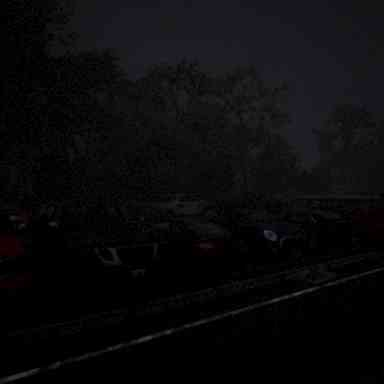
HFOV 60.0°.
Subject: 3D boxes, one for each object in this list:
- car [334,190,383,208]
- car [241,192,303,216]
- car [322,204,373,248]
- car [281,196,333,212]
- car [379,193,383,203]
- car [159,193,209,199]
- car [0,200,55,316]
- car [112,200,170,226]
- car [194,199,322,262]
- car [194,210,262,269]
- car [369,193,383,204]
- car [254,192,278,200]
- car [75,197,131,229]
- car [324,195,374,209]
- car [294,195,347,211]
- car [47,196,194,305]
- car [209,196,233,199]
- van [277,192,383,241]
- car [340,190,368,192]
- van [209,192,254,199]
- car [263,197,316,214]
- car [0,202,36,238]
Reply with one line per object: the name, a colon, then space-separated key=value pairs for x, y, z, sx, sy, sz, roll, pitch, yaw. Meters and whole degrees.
car: x=21.060 y=0.802 z=41.639 sx=2.435 sy=2.045 sz=5.566 roll=-1 pitch=1 yaw=-36
car: x=7.511 y=1.025 z=31.950 sx=2.435 sy=2.045 sz=5.566 roll=-1 pitch=0 yaw=-36
car: x=4.211 y=1.389 z=13.536 sx=2.231 sy=1.521 sz=4.892 roll=-1 pitch=0 yaw=-36
car: x=12.035 y=1.247 z=35.184 sx=2.163 sy=1.488 sz=4.792 roll=-1 pitch=0 yaw=-36
car: x=30.059 y=0.907 z=48.147 sx=2.163 sy=1.488 sz=4.792 roll=-1 pitch=1 yaw=-36
car: x=-1.553 y=1.120 z=25.537 sx=2.435 sy=2.045 sz=5.566 roll=-1 pitch=0 yaw=-36
car: x=-4.898 y=1.226 z=6.994 sx=2.435 sy=2.045 sz=5.566 roll=-1 pitch=0 yaw=-36
car: x=-3.775 y=1.423 z=23.877 sx=2.163 sy=1.488 sz=4.792 roll=-1 pitch=0 yaw=-36
car: x=1.909 y=1.284 z=11.936 sx=2.185 sy=1.767 sz=4.553 roll=-1 pitch=0 yaw=-36
car: x=-0.351 y=1.473 z=10.278 sx=2.002 sy=1.452 sz=4.674 roll=-1 pitch=0 yaw=-36
car: x=27.815 y=0.922 z=46.514 sx=2.231 sy=1.521 sz=4.892 roll=-1 pitch=1 yaw=-36
car: x=5.220 y=1.053 z=30.381 sx=2.435 sy=2.045 sz=5.566 roll=-1 pitch=0 yaw=-36
car: x=-6.070 y=1.290 z=22.310 sx=2.185 sy=1.767 sz=4.553 roll=-1 pitch=0 yaw=-36
car: x=18.793 y=1.099 z=40.046 sx=2.231 sy=1.521 sz=4.892 roll=-1 pitch=1 yaw=-36
car: x=14.164 y=1.175 z=36.970 sx=1.946 sy=1.575 sz=5.366 roll=-1 pitch=1 yaw=-36
car: x=-2.618 y=1.204 z=8.625 sx=2.435 sy=2.045 sz=5.566 roll=-1 pitch=0 yaw=-36
car: x=0.615 y=1.346 z=27.281 sx=1.946 sy=1.575 sz=5.366 roll=-1 pitch=0 yaw=-36
van: x=6.418 y=1.139 z=15.266 sx=1.878 sy=1.987 sz=4.442 roll=-1 pitch=0 yaw=-36
car: x=11.063 y=1.069 z=18.410 sx=2.435 sy=2.045 sz=5.566 roll=-1 pitch=0 yaw=-36
van: x=2.911 y=1.101 z=28.838 sx=1.878 sy=1.987 sz=4.442 roll=-1 pitch=0 yaw=-36
car: x=9.737 y=1.277 z=33.612 sx=2.163 sy=1.488 sz=4.792 roll=-1 pitch=0 yaw=-36
car: x=-10.457 y=1.457 z=18.906 sx=1.946 sy=1.575 sz=5.366 roll=-1 pitch=0 yaw=-36
